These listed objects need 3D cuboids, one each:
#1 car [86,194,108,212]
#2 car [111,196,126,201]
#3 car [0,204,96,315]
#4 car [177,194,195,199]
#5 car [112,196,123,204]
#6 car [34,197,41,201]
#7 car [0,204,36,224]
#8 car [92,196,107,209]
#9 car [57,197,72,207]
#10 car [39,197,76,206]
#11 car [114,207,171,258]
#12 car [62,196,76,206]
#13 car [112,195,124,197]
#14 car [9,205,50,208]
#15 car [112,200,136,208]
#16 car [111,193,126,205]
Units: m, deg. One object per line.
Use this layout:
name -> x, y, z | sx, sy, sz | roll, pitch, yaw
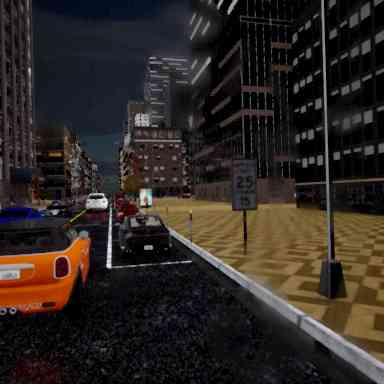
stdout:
car -> -10.647, 1.194, 37.398 | 2.150, 2.045, 5.566 | -2, 0, -13
car -> -7.089, 1.450, 33.975 | 1.887, 1.381, 4.507 | -1, 0, -14
car -> -3.445, 1.356, 7.444 | 2.097, 1.767, 4.553 | -2, 0, -14
car -> -1.811, 1.121, 89.294 | 4.097, 1.590, 1.967 | -1, -1, -14
car -> -13.631, 1.423, 60.992 | 1.887, 1.381, 4.507 | -1, 0, -14
car -> -38.763, 1.646, 80.015 | 4.507, 1.381, 1.887 | -1, -1, -14
car -> -13.923, 1.716, 26.601 | 1.802, 1.307, 4.206 | -1, 0, -14
car -> -13.116, 1.440, 47.403 | 1.882, 1.535, 5.008 | -2, 0, -13
car -> -20.425, 1.632, 53.453 | 1.752, 1.417, 4.829 | -1, 0, -14
car -> -12.250, 1.551, 30.729 | 2.128, 1.511, 4.902 | -2, 1, -14
car -> -1.855, 1.479, 12.362 | 2.008, 1.369, 4.403 | -1, 0, -14
car -> -21.774, 1.541, 59.021 | 1.967, 1.590, 4.097 | -1, 0, -14
car -> -8.437, 1.425, 39.544 | 1.752, 1.417, 4.829 | -1, 0, -14
car -> -9.021, 1.553, 17.317 | 1.882, 1.535, 5.008 | -2, 0, -14
car -> -4.472, 1.498, 23.169 | 1.802, 1.307, 4.206 | -1, 0, -14
car -> -12.326, 1.199, 55.587 | 2.192, 1.841, 5.009 | -1, 0, -14
